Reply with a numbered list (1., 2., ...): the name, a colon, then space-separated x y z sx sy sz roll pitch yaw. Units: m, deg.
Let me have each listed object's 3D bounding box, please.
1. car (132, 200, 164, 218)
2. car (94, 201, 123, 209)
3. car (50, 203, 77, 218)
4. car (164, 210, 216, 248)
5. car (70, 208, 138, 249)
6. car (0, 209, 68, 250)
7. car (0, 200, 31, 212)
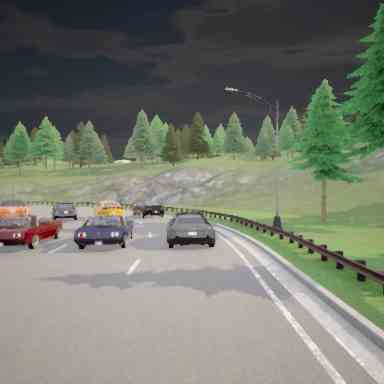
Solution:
1. car: -4.003 1.485 29.848 1.882 1.535 5.008 0 0 -24
2. car: -7.193 1.485 28.408 1.882 1.535 5.008 0 0 -24
3. car: -10.384 1.563 26.968 2.033 1.411 5.357 0 0 -24
4. car: -0.141 1.572 14.809 1.994 1.385 4.181 0 0 -5
5. car: -3.632 1.616 14.563 1.895 1.301 4.718 0 0 -5
6. car: -7.121 1.616 14.287 1.895 1.301 4.718 0 0 -5
7. car: -13.561 1.366 25.501 2.097 1.767 4.553 0 0 -24
